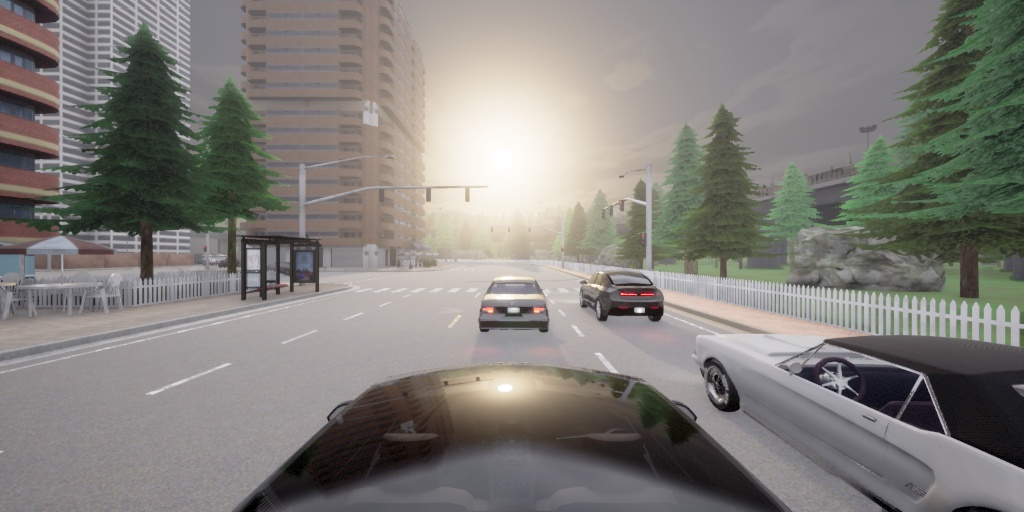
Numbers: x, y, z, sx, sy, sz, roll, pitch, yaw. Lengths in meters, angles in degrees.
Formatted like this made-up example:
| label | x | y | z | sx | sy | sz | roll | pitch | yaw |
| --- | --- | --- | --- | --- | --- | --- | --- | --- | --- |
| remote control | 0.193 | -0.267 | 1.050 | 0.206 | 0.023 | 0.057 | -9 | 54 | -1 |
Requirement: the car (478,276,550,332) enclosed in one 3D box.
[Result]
| label | x | y | z | sx | sy | sz | roll | pitch | yaw |
| --- | --- | --- | --- | --- | --- | --- | --- | --- | --- |
| car | 0.081 | 1.297 | 10.787 | 2.033 | 1.411 | 5.357 | 0 | 0 | 1 |

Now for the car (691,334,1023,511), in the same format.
| label | x | y | z | sx | sy | sz | roll | pitch | yaw |
| --- | --- | --- | --- | --- | --- | --- | --- | --- | --- |
| car | 3.514 | 1.351 | 3.113 | 1.895 | 1.301 | 4.718 | 0 | 0 | 1 |

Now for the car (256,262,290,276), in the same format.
| label | x | y | z | sx | sy | sz | roll | pitch | yaw |
| --- | --- | --- | --- | --- | --- | --- | --- | --- | --- |
| car | -24.491 | 1.331 | 37.773 | 4.674 | 1.442 | 1.812 | 0 | 0 | 0 |

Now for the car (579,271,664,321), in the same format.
| label | x | y | z | sx | sy | sz | roll | pitch | yaw |
| --- | --- | --- | --- | --- | --- | --- | --- | --- | --- |
| car | 3.568 | 1.255 | 12.375 | 1.837 | 1.490 | 4.892 | 0 | 0 | 1 |
